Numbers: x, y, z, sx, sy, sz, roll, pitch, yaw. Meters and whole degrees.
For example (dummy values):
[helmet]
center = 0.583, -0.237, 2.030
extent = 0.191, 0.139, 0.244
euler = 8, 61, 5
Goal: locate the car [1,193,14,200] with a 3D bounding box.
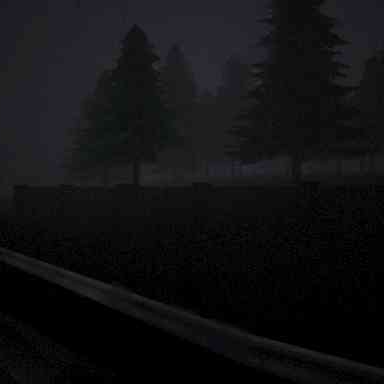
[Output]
[car]
center = -46.301, 1.285, 82.843
extent = 2.033, 1.411, 5.357
euler = 0, 0, -17
